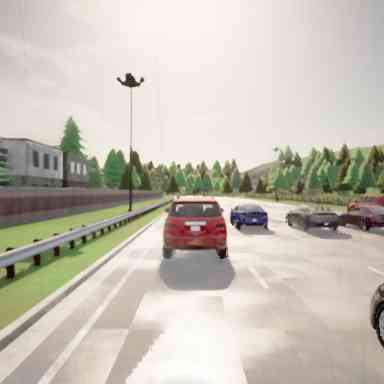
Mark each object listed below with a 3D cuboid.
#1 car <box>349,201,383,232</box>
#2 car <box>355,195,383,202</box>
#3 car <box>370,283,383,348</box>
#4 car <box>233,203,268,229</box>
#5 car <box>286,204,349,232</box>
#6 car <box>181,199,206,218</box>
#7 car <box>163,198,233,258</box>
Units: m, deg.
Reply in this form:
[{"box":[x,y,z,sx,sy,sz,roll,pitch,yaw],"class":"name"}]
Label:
[{"box":[10.597,1.524,20.128,1.812,1.442,4.674,0,0,0],"class":"car"},{"box":[14.114,1.220,25.561,2.150,2.045,5.566,0,0,0],"class":"car"},{"box":[3.603,1.505,3.073,1.837,1.490,4.892,0,0,0],"class":"car"},{"box":[3.611,1.476,21.647,1.882,1.535,5.008,0,0,0],"class":"car"},{"box":[7.111,1.490,20.005,2.128,1.511,4.902,0,0,0],"class":"car"},{"box":[0.116,1.490,31.242,2.128,1.511,4.902,0,0,0],"class":"car"},{"box":[0.106,1.220,12.949,2.150,2.045,5.566,0,0,0],"class":"car"}]
